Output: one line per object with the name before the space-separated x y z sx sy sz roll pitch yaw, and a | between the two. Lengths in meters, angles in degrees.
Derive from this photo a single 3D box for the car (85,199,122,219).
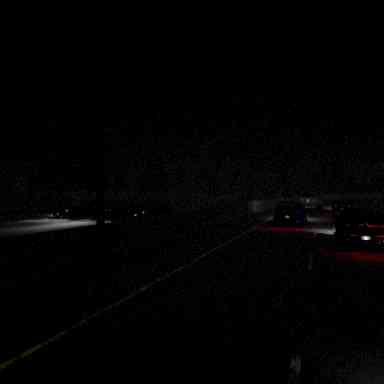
car | -6.336 1.414 28.101 2.128 1.511 4.902 0 0 22

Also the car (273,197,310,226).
car | 6.771 1.375 22.717 1.882 1.535 5.008 0 0 22

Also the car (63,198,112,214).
car | -10.952 1.460 35.384 2.033 1.411 5.357 0 0 23

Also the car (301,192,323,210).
car | 14.070 1.031 39.331 2.150 2.045 5.566 0 -1 26

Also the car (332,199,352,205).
car | 15.763 1.425 34.803 1.895 1.301 4.718 0 0 25

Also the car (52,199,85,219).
car | -9.860 1.458 28.717 1.812 1.442 4.674 0 0 22

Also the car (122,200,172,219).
car | -3.231 1.423 26.445 1.837 1.490 4.892 0 0 22

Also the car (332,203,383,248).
car | 7.321 1.429 14.543 1.837 1.490 4.892 0 0 21
